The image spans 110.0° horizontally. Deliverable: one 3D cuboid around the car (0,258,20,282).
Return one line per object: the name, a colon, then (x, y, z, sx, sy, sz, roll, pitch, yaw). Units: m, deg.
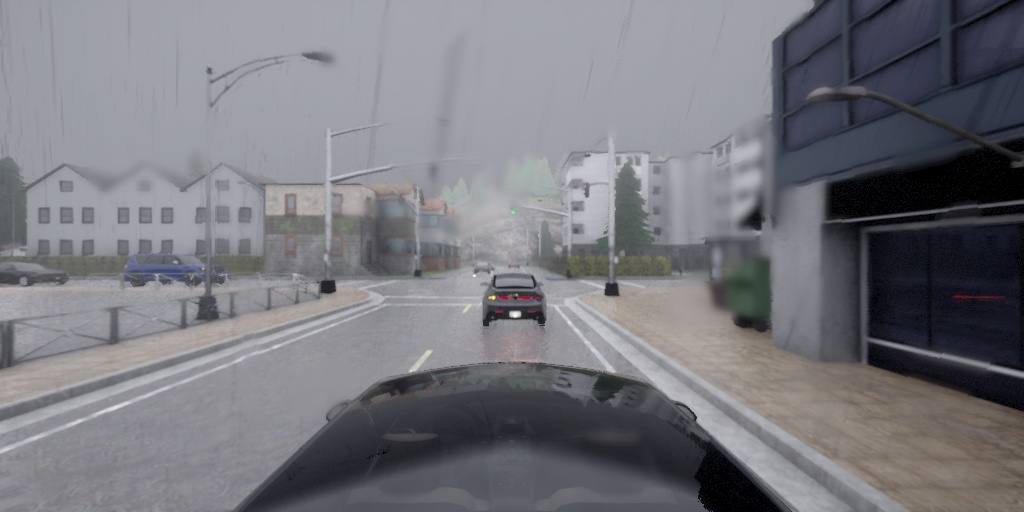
car: (-39.862, 1.011, 26.367, 4.553, 1.767, 2.097, 0, 0, 0)

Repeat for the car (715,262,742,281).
car: (17.221, 1.135, 26.169, 5.008, 1.535, 1.882, 0, 0, 0)

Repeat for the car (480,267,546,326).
car: (0.013, 1.290, 11.875, 1.837, 1.490, 4.892, 0, 0, -2)

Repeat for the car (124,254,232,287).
car: (-20.976, 0.867, 22.602, 5.566, 2.045, 2.150, 0, 0, 0)

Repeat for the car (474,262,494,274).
car: (-3.563, 1.420, 43.852, 1.812, 1.442, 4.674, 0, 0, 0)

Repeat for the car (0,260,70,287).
car: (-31.103, 1.123, 22.644, 5.008, 1.535, 1.882, 0, 0, 0)
